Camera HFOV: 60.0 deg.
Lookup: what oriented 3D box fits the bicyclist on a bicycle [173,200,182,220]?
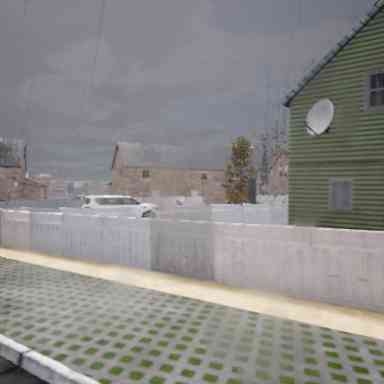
[{"bbox_3d":[-0.919,1.361,22.534,0.582,1.620,1.656,0,1,-25],"label":"bicyclist on a bicycle"}]

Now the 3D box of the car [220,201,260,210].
[{"bbox_3d":[4.197,1.426,31.331,4.892,1.490,1.837,-1,1,-25],"label":"car"}]

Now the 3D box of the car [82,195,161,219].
[{"bbox_3d":[-5.081,1.251,23.998,5.566,2.045,2.150,0,1,-22],"label":"car"}]
